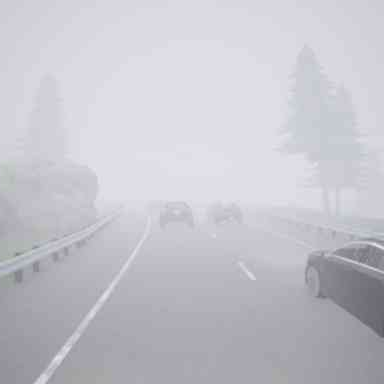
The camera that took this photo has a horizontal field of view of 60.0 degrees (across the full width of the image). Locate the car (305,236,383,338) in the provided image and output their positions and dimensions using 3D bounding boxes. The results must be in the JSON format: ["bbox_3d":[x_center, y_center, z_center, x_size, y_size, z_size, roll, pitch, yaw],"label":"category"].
[{"bbox_3d":[3.462,1.479,5.500,2.128,1.511,4.902,0,0,-1],"label":"car"}]

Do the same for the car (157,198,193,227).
[{"bbox_3d":[-1.156,1.328,22.628,2.097,1.767,4.553,0,0,-6],"label":"car"}]

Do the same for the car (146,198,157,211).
[{"bbox_3d":[-4.378,1.453,40.109,2.128,1.511,4.902,0,0,-14],"label":"car"}]

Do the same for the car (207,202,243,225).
[{"bbox_3d":[2.244,1.461,23.737,2.128,1.511,4.902,0,0,-7],"label":"car"}]
